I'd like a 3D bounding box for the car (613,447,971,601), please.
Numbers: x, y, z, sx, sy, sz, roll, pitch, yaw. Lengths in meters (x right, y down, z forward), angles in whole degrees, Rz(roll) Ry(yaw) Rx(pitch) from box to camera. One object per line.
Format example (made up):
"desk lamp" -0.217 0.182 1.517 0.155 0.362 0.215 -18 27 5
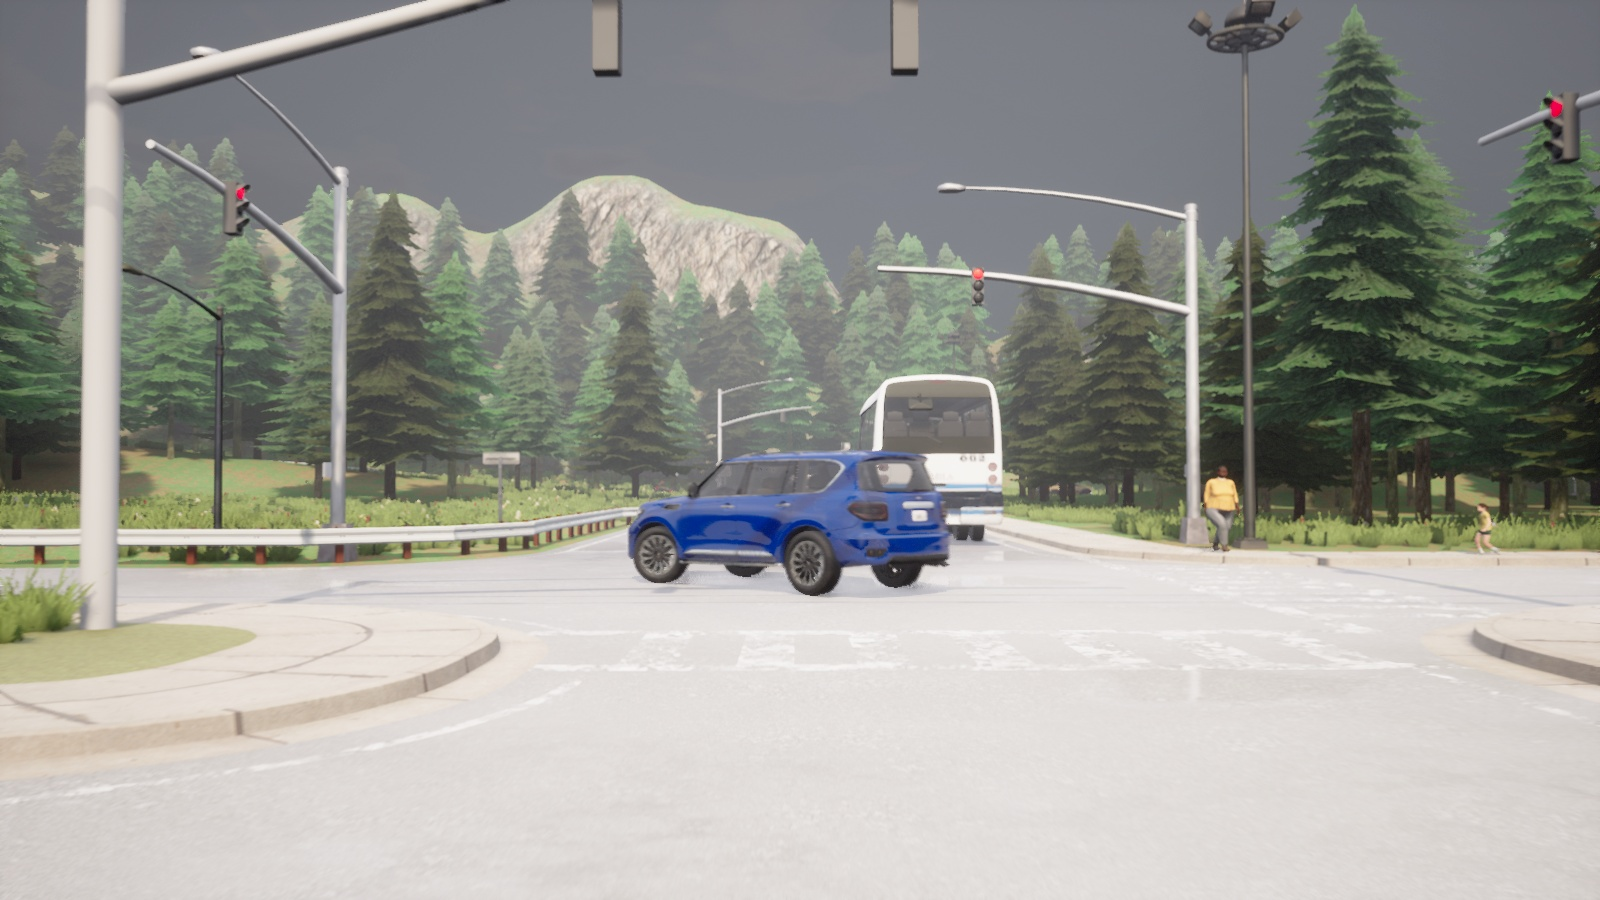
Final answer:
"car" -0.288 1.073 19.366 5.566 2.045 2.150 -2 -2 43

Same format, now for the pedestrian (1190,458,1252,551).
"pedestrian" 8.598 1.099 25.684 0.874 1.855 0.900 0 -1 -5

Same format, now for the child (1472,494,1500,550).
"child" 13.601 1.426 24.911 0.394 1.110 0.255 0 -1 -1

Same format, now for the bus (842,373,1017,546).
"bus" 3.396 0.371 36.355 3.944 4.253 10.273 0 -1 0
